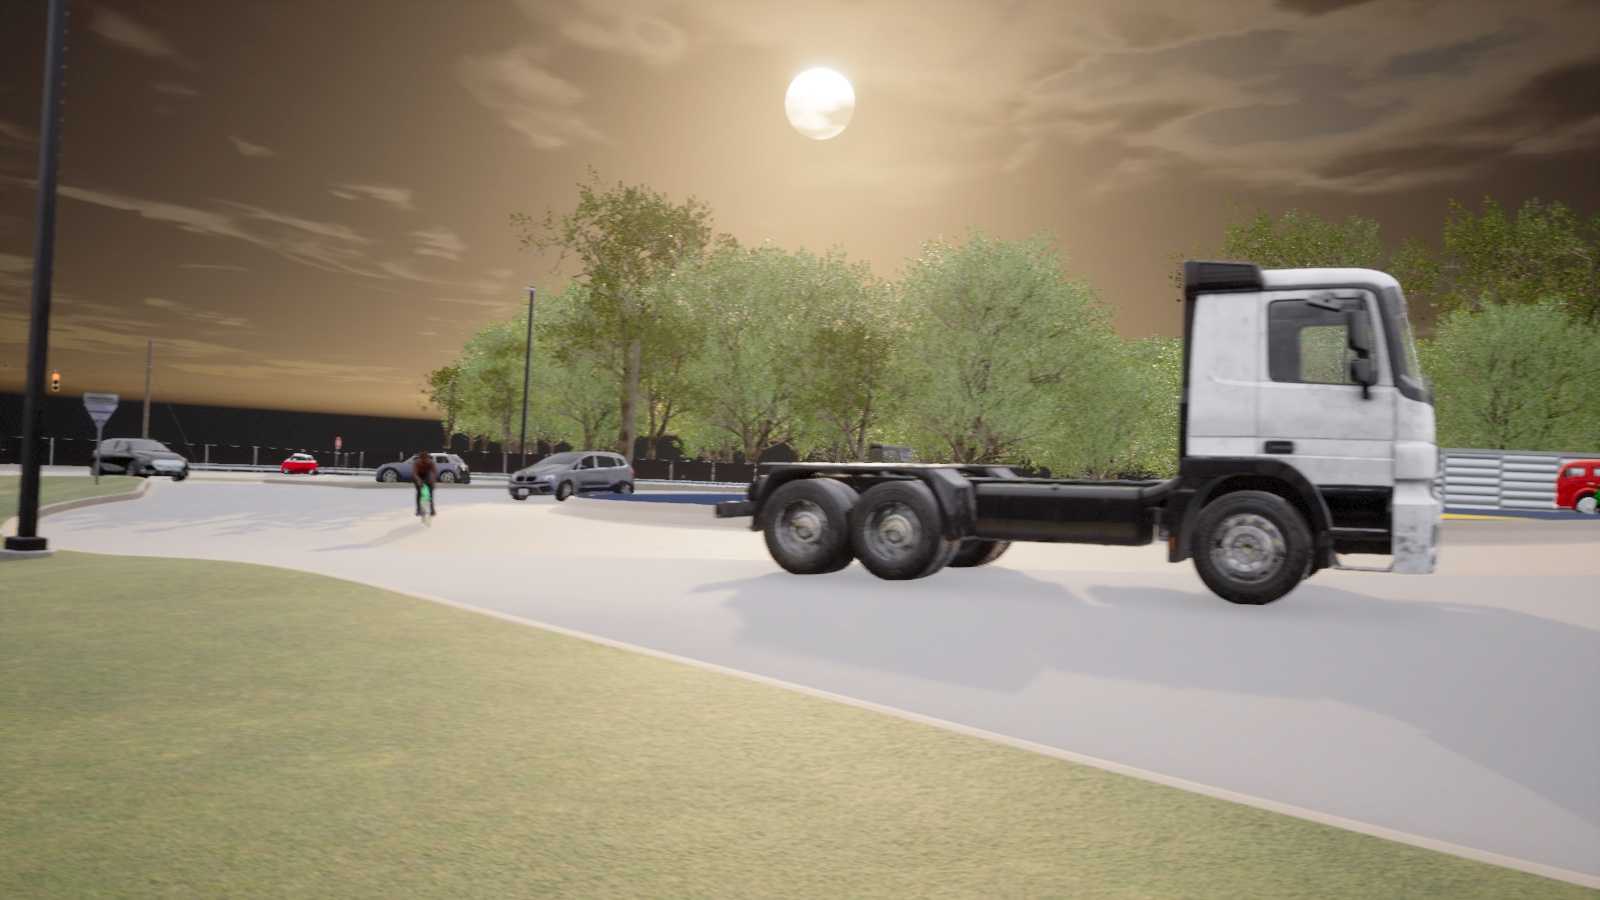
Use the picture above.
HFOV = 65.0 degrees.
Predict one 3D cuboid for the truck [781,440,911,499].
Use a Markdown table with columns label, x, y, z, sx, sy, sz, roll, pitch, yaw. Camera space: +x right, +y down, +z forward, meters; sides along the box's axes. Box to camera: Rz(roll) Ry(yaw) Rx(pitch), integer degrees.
| label | x | y | z | sx | sy | sz | roll | pitch | yaw |
| --- | --- | --- | --- | --- | --- | --- | --- | --- | --- |
| truck | 2.869 | 1.199 | 78.233 | 7.936 | 3.462 | 2.891 | 1 | 0 | 2 |

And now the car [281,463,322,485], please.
| label | x | y | z | sx | sy | sz | roll | pitch | yaw |
| --- | --- | --- | --- | --- | --- | --- | --- | --- | --- |
| car | -32.622 | 1.560 | 82.235 | 2.207 | 1.376 | 1.481 | 1 | 0 | -8 |

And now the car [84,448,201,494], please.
| label | x | y | z | sx | sy | sz | roll | pitch | yaw |
| --- | --- | --- | --- | --- | --- | --- | --- | --- | --- |
| car | -24.577 | 0.809 | 46.909 | 4.856 | 1.649 | 2.033 | -1 | -2 | 38 |

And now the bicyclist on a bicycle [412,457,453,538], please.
| label | x | y | z | sx | sy | sz | roll | pitch | yaw |
| --- | --- | --- | --- | --- | --- | --- | --- | --- | --- |
| bicyclist on a bicycle | -7.892 | 0.991 | 26.905 | 0.582 | 1.620 | 1.656 | -3 | 2 | -23 |

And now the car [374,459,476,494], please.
| label | x | y | z | sx | sy | sz | roll | pitch | yaw |
| --- | --- | --- | --- | --- | --- | --- | --- | --- | --- |
| car | -16.374 | 1.154 | 54.950 | 3.806 | 1.475 | 1.970 | 0 | -1 | 3 |

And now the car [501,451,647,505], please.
| label | x | y | z | sx | sy | sz | roll | pitch | yaw |
| --- | --- | --- | --- | --- | --- | --- | --- | --- | --- |
| car | -7.429 | 0.942 | 41.633 | 2.242 | 1.667 | 4.611 | -2 | -2 | 32 |

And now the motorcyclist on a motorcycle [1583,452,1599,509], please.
| label | x | y | z | sx | sy | sz | roll | pitch | yaw |
| --- | --- | --- | --- | --- | --- | --- | --- | --- | --- |
| motorcyclist on a motorcycle | 21.819 | 0.829 | 33.433 | 0.797 | 1.523 | 2.044 | 2 | -1 | 6 |

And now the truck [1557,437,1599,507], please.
| label | x | y | z | sx | sy | sz | roll | pitch | yaw |
| --- | --- | --- | --- | --- | --- | --- | --- | --- | --- |
| truck | 30.072 | 0.783 | 44.678 | 5.204 | 2.467 | 2.627 | -1 | -1 | 35 |

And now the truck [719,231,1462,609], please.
| label | x | y | z | sx | sy | sz | roll | pitch | yaw |
| --- | --- | --- | --- | --- | --- | --- | --- | --- | --- |
| truck | 3.207 | -0.259 | 14.644 | 7.936 | 3.462 | 2.891 | 0 | 0 | 28 |
